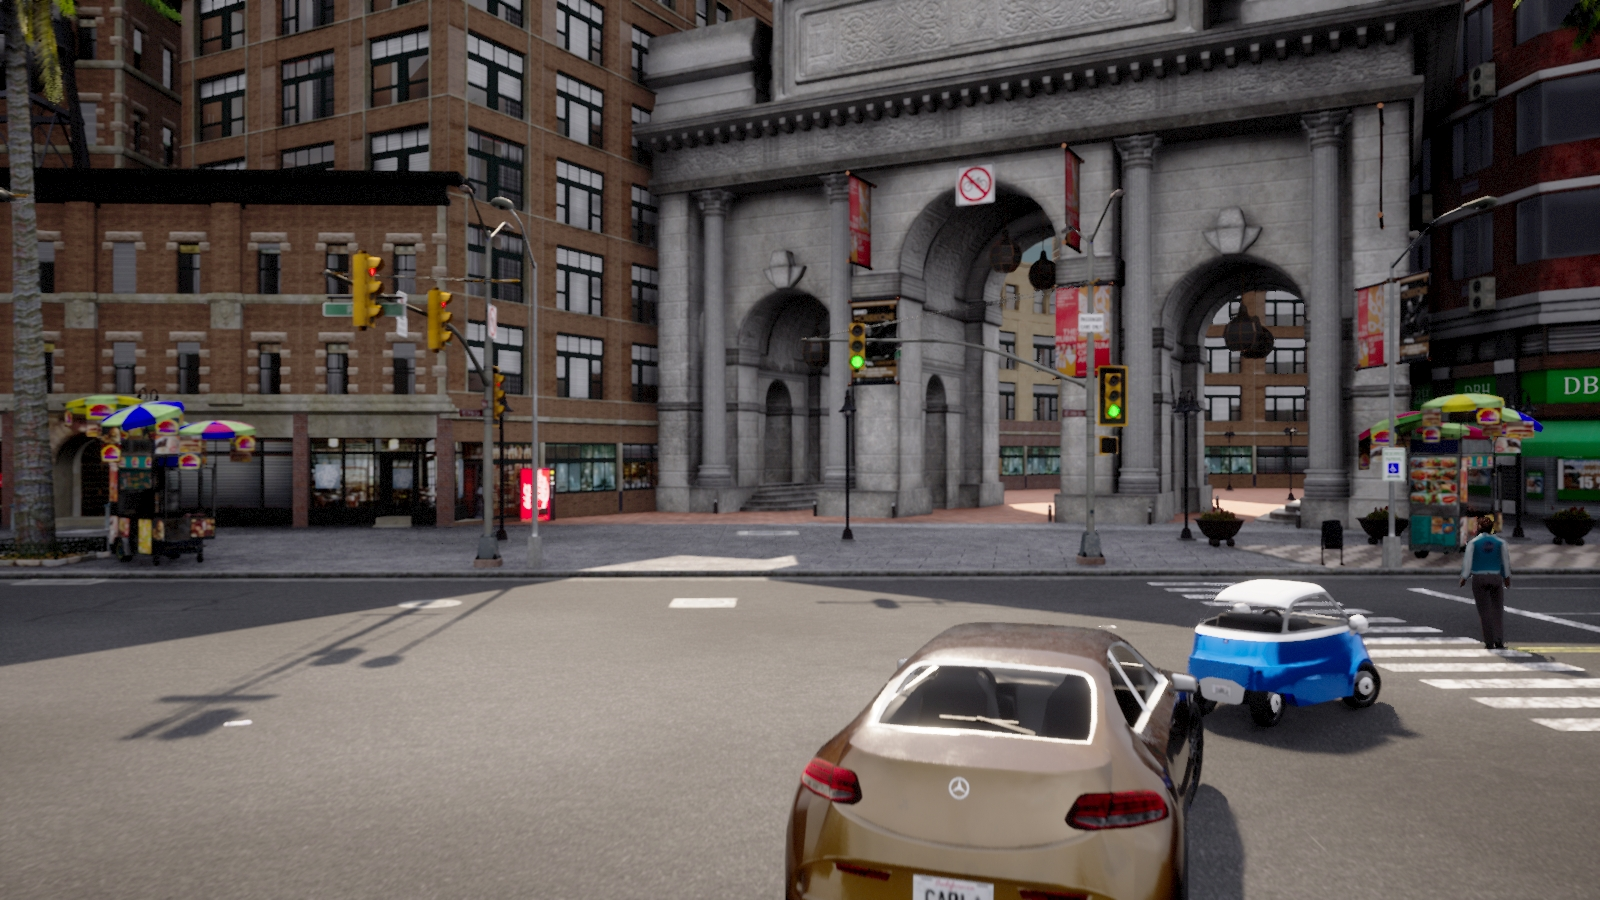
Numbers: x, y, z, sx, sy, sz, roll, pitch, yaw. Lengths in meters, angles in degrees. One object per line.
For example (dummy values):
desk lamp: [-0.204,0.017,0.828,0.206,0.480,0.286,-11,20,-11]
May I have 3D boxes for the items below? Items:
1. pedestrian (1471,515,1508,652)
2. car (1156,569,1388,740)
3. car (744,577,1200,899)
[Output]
pedestrian: [9.610,1.849,15.935,0.375,1.860,0.375,0,0,20]
car: [5.135,2.120,12.389,2.207,1.376,1.481,-1,0,-41]
car: [1.575,1.992,7.812,2.152,1.651,5.027,0,0,20]
